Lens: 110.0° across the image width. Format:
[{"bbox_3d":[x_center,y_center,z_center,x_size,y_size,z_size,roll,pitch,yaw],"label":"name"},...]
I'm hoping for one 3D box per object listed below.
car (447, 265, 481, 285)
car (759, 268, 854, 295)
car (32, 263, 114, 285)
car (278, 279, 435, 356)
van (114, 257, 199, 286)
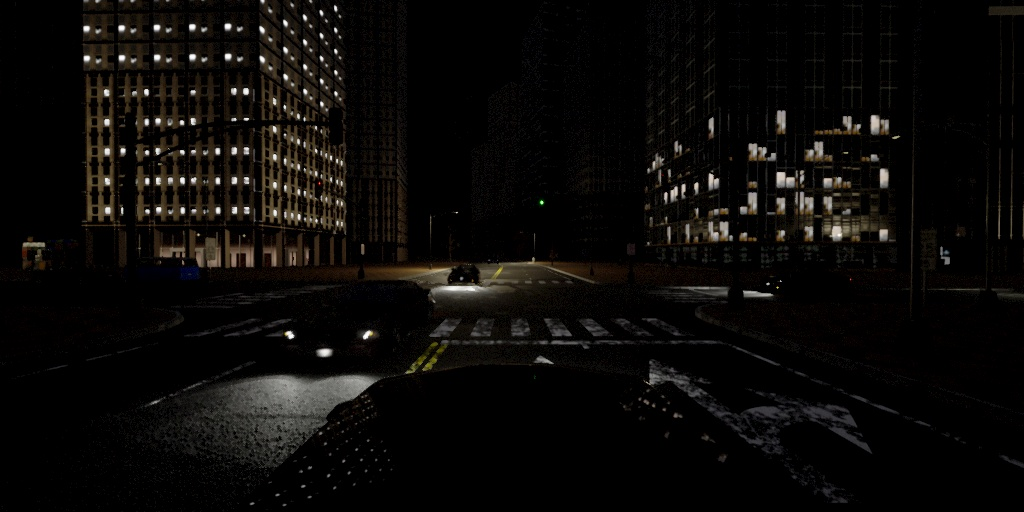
[{"bbox_3d":[-3.262,1.295,25.287,1.994,1.385,4.181,1,0,0],"label":"car"},{"bbox_3d":[16.174,1.376,19.825,4.181,1.385,1.994,0,0,1],"label":"car"},{"bbox_3d":[-28.208,1.129,23.243,4.507,1.381,1.888,0,0,1],"label":"car"},{"bbox_3d":[-3.255,1.296,8.892,2.033,1.411,5.357,0,0,0],"label":"car"},{"bbox_3d":[-22.669,0.950,23.200,3.998,1.789,1.690,0,0,1],"label":"van"}]
